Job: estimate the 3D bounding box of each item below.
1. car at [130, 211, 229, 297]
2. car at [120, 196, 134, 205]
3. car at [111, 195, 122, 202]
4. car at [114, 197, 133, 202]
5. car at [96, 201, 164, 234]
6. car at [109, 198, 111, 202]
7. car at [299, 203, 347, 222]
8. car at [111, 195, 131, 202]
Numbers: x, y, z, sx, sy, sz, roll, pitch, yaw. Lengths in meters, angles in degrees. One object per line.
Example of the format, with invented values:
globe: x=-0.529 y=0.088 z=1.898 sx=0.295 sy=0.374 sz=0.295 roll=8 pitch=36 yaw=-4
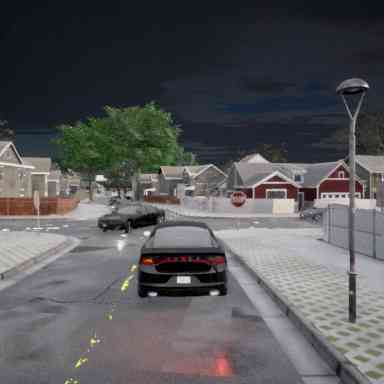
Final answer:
car: x=-0.271 y=1.476 z=8.633 sx=1.882 sy=1.535 sz=5.008 roll=0 pitch=0 yaw=-3
car: x=-12.145 y=1.509 z=61.915 sx=1.837 sy=1.490 sz=4.892 roll=0 pitch=-1 yaw=-20
car: x=-16.874 y=1.495 z=74.471 sx=1.882 sy=1.535 sz=5.008 roll=0 pitch=0 yaw=-19
car: x=-7.138 y=1.579 z=36.023 sx=1.994 sy=1.385 sz=4.181 roll=0 pitch=0 yaw=-13
car: x=-3.462 y=1.481 z=19.540 sx=1.882 sy=1.535 sz=5.008 roll=-2 pitch=-1 yaw=26
car: x=-12.911 y=1.573 z=55.727 sx=2.033 sy=1.411 sz=5.357 roll=0 pitch=0 yaw=-19
car: x=11.149 y=1.645 z=27.294 sx=4.674 sy=1.442 sz=1.812 roll=1 pitch=1 yaw=-15
car: x=-9.460 y=1.567 z=45.045 sx=2.033 sy=1.411 sz=5.357 roll=0 pitch=0 yaw=-16
